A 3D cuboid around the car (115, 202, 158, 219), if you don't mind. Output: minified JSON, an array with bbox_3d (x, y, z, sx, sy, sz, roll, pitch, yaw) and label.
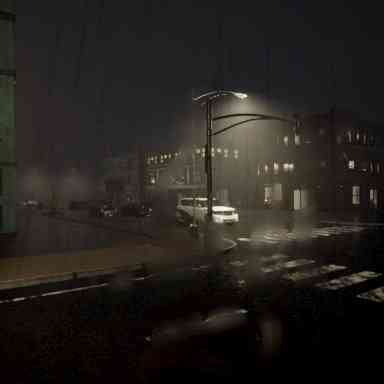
[{"bbox_3d":[-5.625,1.897,33.995,2.033,1.411,5.357,-1,0,-36],"label":"car"}]

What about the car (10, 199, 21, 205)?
[{"bbox_3d":[-44.644,2.596,84.104,1.887,1.381,4.507,-1,0,-36],"label":"car"}]

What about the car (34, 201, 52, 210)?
[{"bbox_3d":[-25.231,2.231,56.950,1.752,1.417,4.829,-1,0,-36],"label":"car"}]

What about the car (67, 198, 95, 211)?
[{"bbox_3d":[-16.663,2.038,49.549,1.882,1.535,5.008,-1,0,-35],"label":"car"}]

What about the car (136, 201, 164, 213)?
[{"bbox_3d":[-5.636,1.964,43.952,1.802,1.307,4.206,-2,0,-36],"label":"car"}]

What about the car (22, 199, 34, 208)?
[{"bbox_3d":[-31.768,2.374,66.094,2.008,1.369,4.403,-1,0,-36],"label":"car"}]

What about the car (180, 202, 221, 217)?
[{"bbox_3d":[0.801,1.808,34.947,2.008,1.369,4.403,-2,0,-36],"label":"car"}]

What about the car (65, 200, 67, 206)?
[{"bbox_3d":[-21.454,2.228,61.637,1.994,1.385,4.181,-1,0,-36],"label":"car"}]

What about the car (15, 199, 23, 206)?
[{"bbox_3d":[-38.208,2.378,75.099,1.967,1.590,4.097,-1,0,-36],"label":"car"}]

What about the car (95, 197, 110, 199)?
[{"bbox_3d":[-15.393,2.030,53.157,1.882,1.535,5.008,-1,0,-35],"label":"car"}]

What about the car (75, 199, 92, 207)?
[{"bbox_3d":[-21.733,2.225,66.466,1.887,1.381,4.507,-1,0,-36],"label":"car"}]

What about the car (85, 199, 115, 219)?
[{"bbox_3d":[-9.237,1.845,34.574,1.967,1.590,4.097,-1,0,-36],"label":"car"}]

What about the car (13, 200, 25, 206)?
[{"bbox_3d":[-41.425,2.546,79.603,2.008,1.369,4.403,-1,0,-36],"label":"car"}]

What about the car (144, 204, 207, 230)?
[{"bbox_3d":[-1.263,1.813,23.215,1.947,1.339,4.313,-2,0,-36],"label":"car"}]

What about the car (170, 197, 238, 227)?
[{"bbox_3d":[0.956,1.441,24.785,2.150,2.045,5.566,-1,0,-35],"label":"car"}]

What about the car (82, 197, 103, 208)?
[{"bbox_3d":[-18.519,1.938,61.963,2.192,1.841,5.009,-1,0,-36],"label":"car"}]
